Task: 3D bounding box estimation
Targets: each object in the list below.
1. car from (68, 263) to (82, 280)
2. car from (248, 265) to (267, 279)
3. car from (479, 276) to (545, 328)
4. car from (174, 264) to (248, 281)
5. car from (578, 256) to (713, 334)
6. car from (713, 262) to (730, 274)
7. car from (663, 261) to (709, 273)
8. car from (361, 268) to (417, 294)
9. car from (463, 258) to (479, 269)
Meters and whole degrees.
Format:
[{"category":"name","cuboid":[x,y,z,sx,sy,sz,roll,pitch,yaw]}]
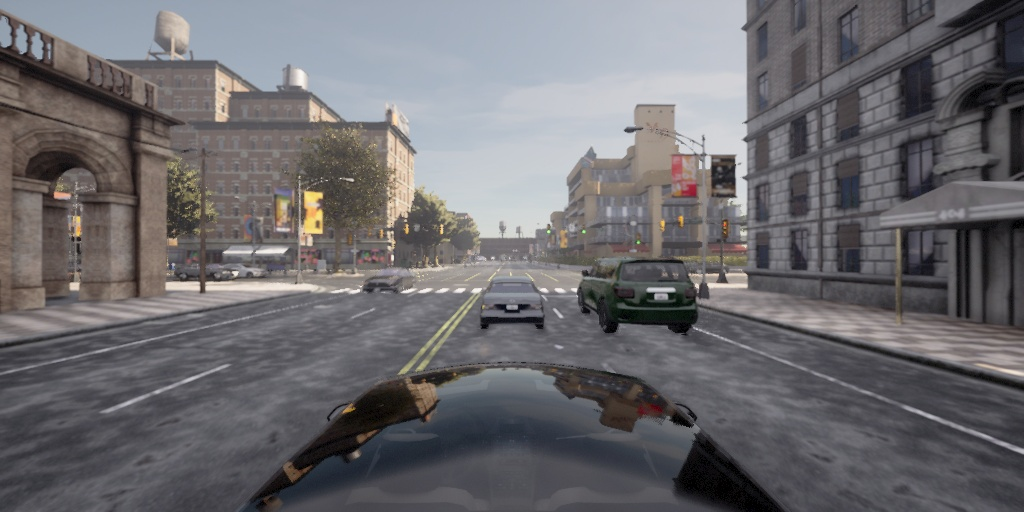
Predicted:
[{"category":"car","cuboid":[-38.203,1.410,31.644,4.902,1.511,2.128,0,0,0]},{"category":"car","cuboid":[-26.660,1.467,35.191,4.674,1.442,1.812,0,0,0]},{"category":"car","cuboid":[-0.004,1.354,11.607,2.033,1.411,5.357,0,0,0]},{"category":"car","cuboid":[-26.844,1.413,31.690,4.902,1.511,2.128,0,0,0]},{"category":"car","cuboid":[3.491,1.027,10.994,2.150,2.045,5.566,0,0,1]},{"category":"car","cuboid":[23.721,1.491,43.590,4.892,1.490,1.837,0,0,0]},{"category":"car","cuboid":[22.793,1.484,47.089,5.008,1.535,1.882,0,0,0]},{"category":"car","cuboid":[-7.181,1.411,21.692,2.033,1.411,5.357,0,0,-1]},{"category":"car","cuboid":[-7.597,1.461,64.539,2.128,1.511,4.902,0,0,-1]}]
